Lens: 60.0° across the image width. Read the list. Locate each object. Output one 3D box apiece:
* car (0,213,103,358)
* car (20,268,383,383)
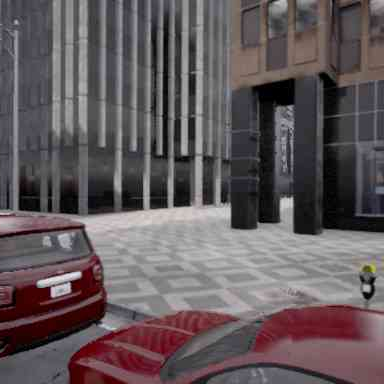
[{"bbox_3d":[-3.568,1.287,5.517,5.009,1.841,2.192,0,0,36],"label":"car"},{"bbox_3d":[0.930,1.543,2.309,4.507,1.381,1.887,0,0,36],"label":"car"}]
